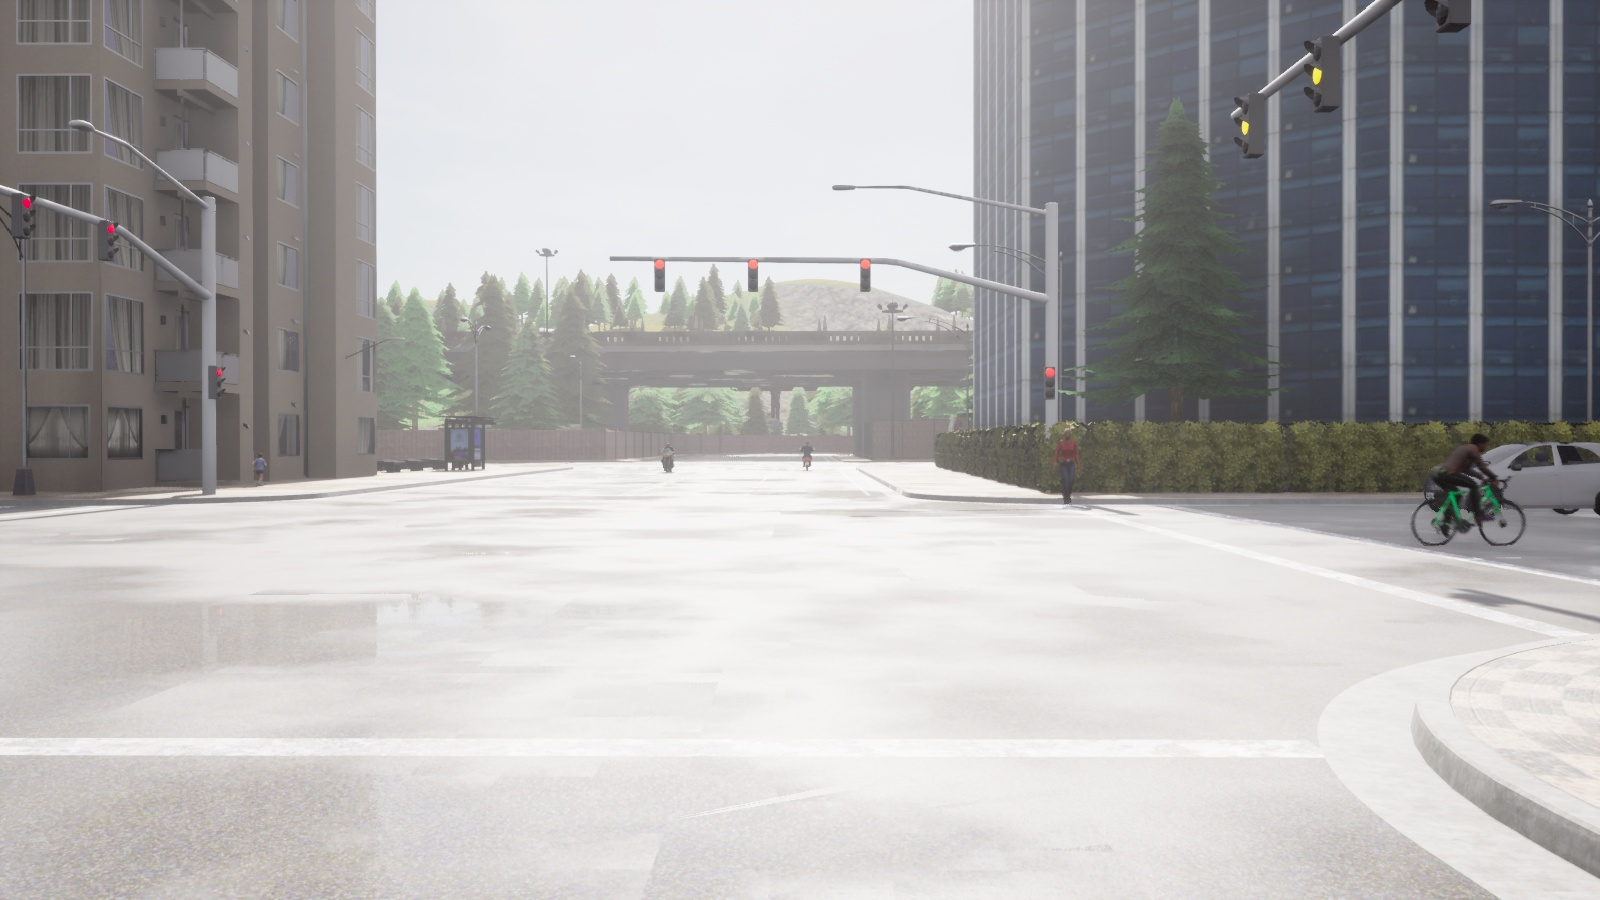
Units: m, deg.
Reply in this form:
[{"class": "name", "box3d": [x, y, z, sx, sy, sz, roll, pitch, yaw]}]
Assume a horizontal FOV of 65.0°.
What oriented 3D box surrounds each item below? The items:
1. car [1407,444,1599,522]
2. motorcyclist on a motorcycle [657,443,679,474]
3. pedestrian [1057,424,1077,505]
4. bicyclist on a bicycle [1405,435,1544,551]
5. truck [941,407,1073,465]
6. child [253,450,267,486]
[{"class": "car", "box3d": [14.359, 0.631, 24.997, 3.633, 1.501, 1.845, 0, 0, 0]}, {"class": "motorcyclist on a motorcycle", "box3d": [-6.649, 0.419, 63.268, 0.866, 1.530, 2.191, 0, 0, 0]}, {"class": "pedestrian", "box3d": [6.176, 0.326, 29.034, 0.331, 1.846, 0.636, 0, 0, 0]}, {"class": "bicyclist on a bicycle", "box3d": [9.642, 0.606, 17.975, 1.656, 1.620, 0.582, 0, 0, 0]}, {"class": "truck", "box3d": [14.019, -0.945, 85.445, 8.468, 3.827, 2.891, 0, 0, 0]}, {"class": "child", "box3d": [-16.686, 0.553, 38.802, 0.255, 1.110, 0.394, 0, 0, 7]}]
